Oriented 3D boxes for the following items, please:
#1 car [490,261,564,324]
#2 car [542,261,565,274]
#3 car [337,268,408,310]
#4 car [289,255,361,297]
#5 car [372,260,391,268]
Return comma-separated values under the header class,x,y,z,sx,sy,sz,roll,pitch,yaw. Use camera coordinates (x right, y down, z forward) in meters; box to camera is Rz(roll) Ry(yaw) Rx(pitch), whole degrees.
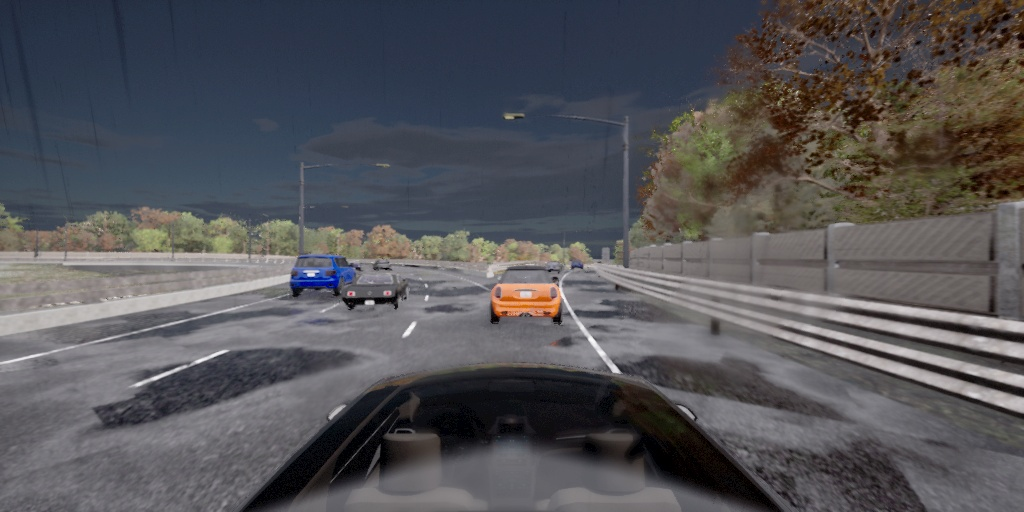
class,x,y,z,sx,sy,sz,roll,pitch,yaw
car,0.523,1.101,12.231,2.097,1.767,4.553,0,0,4
car,4.980,1.298,42.011,2.033,1.411,5.357,0,0,14
car,-5.386,1.343,14.754,1.895,1.301,4.718,0,0,-11
car,-9.915,0.958,19.201,2.150,2.045,5.566,0,0,-13
car,-17.348,1.215,47.726,2.128,1.511,4.902,0,0,-29
